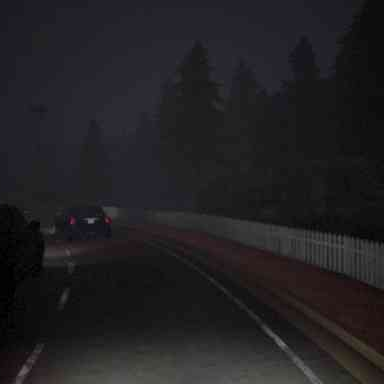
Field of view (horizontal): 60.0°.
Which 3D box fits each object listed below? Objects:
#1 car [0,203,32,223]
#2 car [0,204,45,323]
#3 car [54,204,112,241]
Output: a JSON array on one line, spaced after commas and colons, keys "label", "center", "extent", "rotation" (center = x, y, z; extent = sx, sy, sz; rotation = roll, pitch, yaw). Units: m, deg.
[{"label": "car", "center": [-15.741, 1.695, 28.116], "extent": [5.357, 1.411, 2.033], "rotation": [-1, 0, 41]}, {"label": "car", "center": [-4.704, 1.265, 7.091], "extent": [2.150, 2.045, 5.566], "rotation": [0, 0, -15]}, {"label": "car", "center": [-5.801, 1.412, 17.384], "extent": [2.097, 1.767, 4.553], "rotation": [0, 0, -31]}]
